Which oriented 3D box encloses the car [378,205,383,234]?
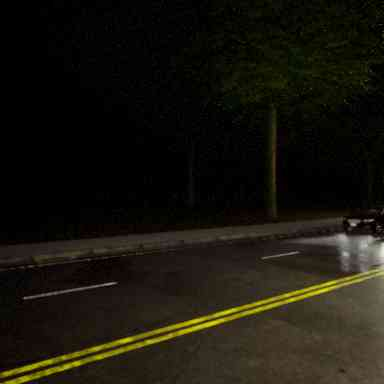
[{"bbox_3d":[11.058,1.354,15.628,4.553,1.767,2.097,0,0,-36],"label":"car"}]

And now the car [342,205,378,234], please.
[{"bbox_3d":[10.694,1.497,19.362,4.902,1.511,2.128,0,0,-36],"label":"car"}]
